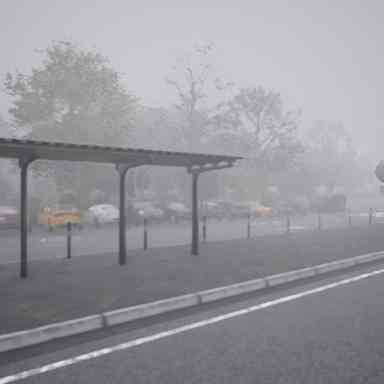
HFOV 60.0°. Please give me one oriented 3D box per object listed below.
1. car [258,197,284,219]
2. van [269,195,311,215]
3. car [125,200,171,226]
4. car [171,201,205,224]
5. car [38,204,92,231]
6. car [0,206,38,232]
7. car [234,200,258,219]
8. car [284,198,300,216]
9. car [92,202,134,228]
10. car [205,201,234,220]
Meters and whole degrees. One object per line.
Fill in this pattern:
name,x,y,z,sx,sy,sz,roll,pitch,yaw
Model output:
car,5.358,1.507,30.314,1.946,1.575,5.366,0,0,-36
van,9.835,1.291,33.598,1.878,1.987,4.442,0,0,-36
car,-3.800,1.372,24.039,2.185,1.767,4.553,0,0,-36
car,-1.526,1.500,25.632,2.097,1.535,5.008,0,0,-36
car,-8.295,1.493,20.782,2.097,1.535,5.008,0,0,-36
car,-10.556,1.531,19.169,2.002,1.452,4.674,0,0,-36
car,2.976,1.536,28.877,2.163,1.488,4.792,0,0,-36
car,7.493,1.543,32.104,2.163,1.488,4.792,0,0,-36
car,-6.039,1.535,22.398,2.002,1.452,4.674,0,0,-36
car,0.739,1.504,27.235,2.231,1.521,4.892,0,0,-36
